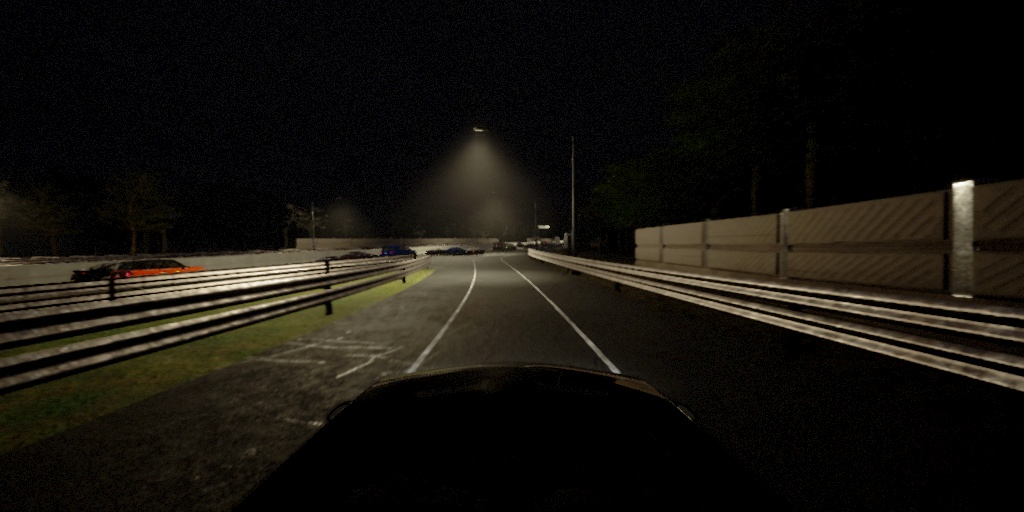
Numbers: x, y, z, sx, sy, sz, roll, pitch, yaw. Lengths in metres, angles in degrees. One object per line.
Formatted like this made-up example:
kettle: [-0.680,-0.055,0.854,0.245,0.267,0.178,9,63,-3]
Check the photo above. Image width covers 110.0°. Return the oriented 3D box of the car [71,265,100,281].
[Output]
car: [-24.691,1.131,23.138,2.128,1.511,4.902,0,3,18]

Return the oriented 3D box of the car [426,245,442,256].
car: [-12.672,-0.725,61.230,1.895,1.301,4.718,0,3,18]

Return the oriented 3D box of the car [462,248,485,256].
car: [-5.999,-0.724,59.126,1.895,1.301,4.718,0,3,18]

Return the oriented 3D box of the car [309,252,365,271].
car: [-15.014,0.702,30.545,1.994,1.385,4.181,0,3,18]

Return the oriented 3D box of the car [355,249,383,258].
car: [-18.388,0.144,43.121,2.033,1.411,5.357,0,3,18]

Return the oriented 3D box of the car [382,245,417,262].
car: [-14.136,-0.331,44.960,2.150,2.045,5.566,0,3,18]

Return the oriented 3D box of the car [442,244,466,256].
car: [-9.341,-0.846,60.162,1.882,1.535,5.008,0,3,18]

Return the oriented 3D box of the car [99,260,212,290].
car: [-21.369,0.993,22.034,2.097,1.767,4.553,0,3,18]
